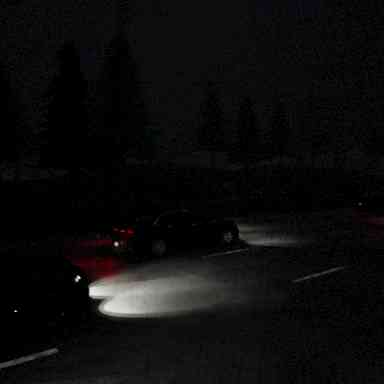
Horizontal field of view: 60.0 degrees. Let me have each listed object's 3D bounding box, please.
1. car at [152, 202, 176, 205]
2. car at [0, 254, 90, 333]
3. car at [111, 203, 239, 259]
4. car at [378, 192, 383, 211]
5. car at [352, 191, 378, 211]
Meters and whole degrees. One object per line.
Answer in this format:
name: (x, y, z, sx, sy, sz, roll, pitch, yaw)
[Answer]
car: (-0.800, 1.266, 16.068, 4.892, 1.490, 1.837, -2, 1, -35)
car: (-3.856, 1.569, 5.329, 4.181, 1.385, 1.994, -2, 1, -35)
car: (-0.461, 1.324, 12.017, 4.892, 1.490, 1.837, -2, 1, -35)
car: (15.204, 0.802, 23.163, 4.674, 1.442, 1.812, -2, 1, -35)
car: (15.165, 0.686, 27.434, 5.008, 1.535, 1.882, -2, 1, -35)
